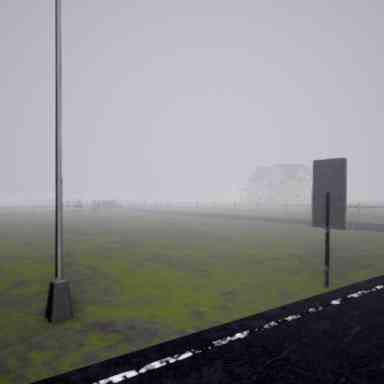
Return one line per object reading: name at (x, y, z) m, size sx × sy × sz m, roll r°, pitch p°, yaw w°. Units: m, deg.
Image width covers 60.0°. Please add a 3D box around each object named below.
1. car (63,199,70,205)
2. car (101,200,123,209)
car at (-32.893, 2.563, 85.962) m, size 1.994 × 1.385 × 4.181 m, roll 1°, pitch -2°, yaw -36°
car at (-13.028, 2.027, 54.062) m, size 2.033 × 1.411 × 5.357 m, roll 1°, pitch -1°, yaw -36°
